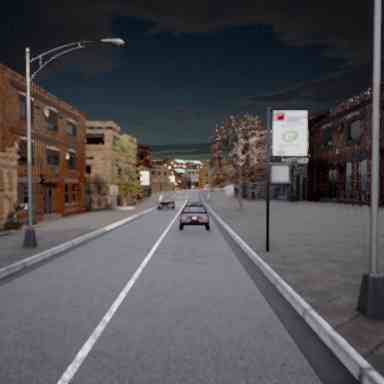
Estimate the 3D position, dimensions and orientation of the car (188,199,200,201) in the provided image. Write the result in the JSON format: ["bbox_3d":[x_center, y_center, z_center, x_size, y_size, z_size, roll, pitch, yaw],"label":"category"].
[{"bbox_3d":[0.249,1.533,42.726,1.895,1.301,4.718,0,0,0],"label":"car"}]

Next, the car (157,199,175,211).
[{"bbox_3d":[-2.963,1.502,39.277,1.994,1.385,4.181,0,0,0],"label":"car"}]

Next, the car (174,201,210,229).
[{"bbox_3d":[0.152,1.514,21.230,2.033,1.411,5.357,0,0,0],"label":"car"}]
